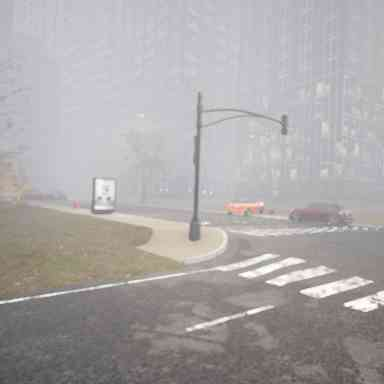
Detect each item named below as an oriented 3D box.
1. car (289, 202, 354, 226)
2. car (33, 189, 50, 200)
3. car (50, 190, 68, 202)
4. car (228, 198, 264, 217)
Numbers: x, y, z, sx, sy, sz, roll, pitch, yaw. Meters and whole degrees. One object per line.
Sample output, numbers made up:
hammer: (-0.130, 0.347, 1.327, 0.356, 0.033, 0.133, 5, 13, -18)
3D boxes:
car: (9.813, 1.571, 25.504, 2.097, 1.767, 4.553, 4, -1, -41)
car: (-23.232, 0.351, 49.050, 2.097, 1.767, 4.553, 4, -1, -42)
car: (-20.826, 0.503, 51.230, 2.097, 1.767, 4.553, 4, -1, -42)
car: (5.474, 1.399, 33.146, 2.097, 1.767, 4.553, 2, 1, 36)
